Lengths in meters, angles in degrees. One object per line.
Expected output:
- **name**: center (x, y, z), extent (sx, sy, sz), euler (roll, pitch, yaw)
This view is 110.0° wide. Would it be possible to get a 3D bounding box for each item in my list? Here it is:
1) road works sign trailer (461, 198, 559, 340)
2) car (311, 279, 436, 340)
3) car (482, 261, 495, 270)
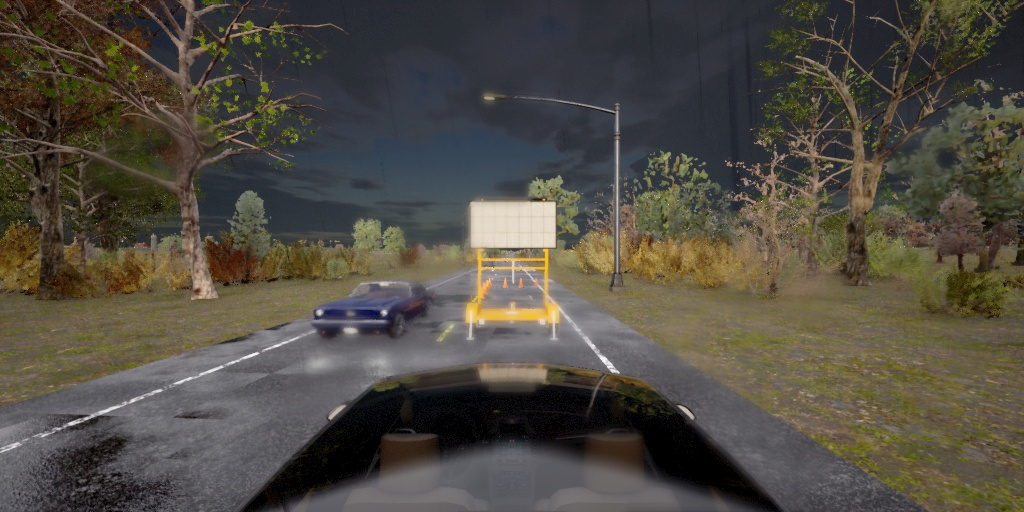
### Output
- **road works sign trailer**: center (0.038, 0.211, 9.951), extent (2.380, 3.560, 2.880), euler (0, 0, 1)
- **car**: center (-3.566, 1.347, 10.147), extent (1.895, 1.301, 4.718), euler (0, 0, 0)
- **car**: center (-3.616, 1.230, 53.601), extent (1.837, 1.490, 4.892), euler (0, 0, 0)
